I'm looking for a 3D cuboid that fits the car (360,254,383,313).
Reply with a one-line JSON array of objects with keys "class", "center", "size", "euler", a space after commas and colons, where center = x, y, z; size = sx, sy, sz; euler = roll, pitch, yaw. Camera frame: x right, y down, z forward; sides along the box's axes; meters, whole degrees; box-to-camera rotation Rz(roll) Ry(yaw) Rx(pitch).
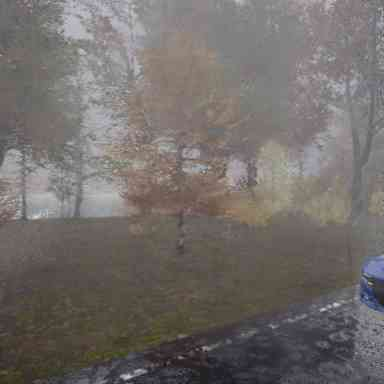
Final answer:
[{"class": "car", "center": [5.379, 1.504, 6.785], "size": [5.008, 1.535, 1.882], "euler": [0, 0, -35]}]
